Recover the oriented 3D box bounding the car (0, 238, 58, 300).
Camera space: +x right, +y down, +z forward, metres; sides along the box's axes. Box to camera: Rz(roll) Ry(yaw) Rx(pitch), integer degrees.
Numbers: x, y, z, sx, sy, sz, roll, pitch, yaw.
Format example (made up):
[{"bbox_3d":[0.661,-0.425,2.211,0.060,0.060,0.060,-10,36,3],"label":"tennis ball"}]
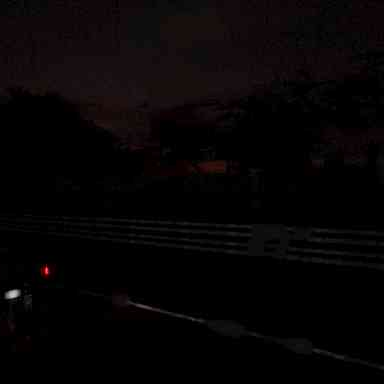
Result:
[{"bbox_3d":[-5.294,1.729,7.772,4.718,1.301,1.895,-1,-1,36],"label":"car"}]
